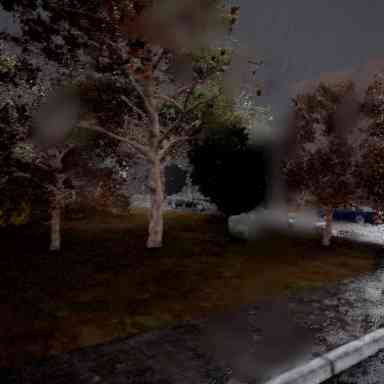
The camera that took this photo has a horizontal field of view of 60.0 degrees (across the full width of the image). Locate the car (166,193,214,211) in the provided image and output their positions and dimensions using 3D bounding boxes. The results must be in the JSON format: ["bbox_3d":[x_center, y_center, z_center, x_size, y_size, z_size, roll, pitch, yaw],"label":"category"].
[{"bbox_3d":[-0.021,0.856,29.533,4.902,1.511,2.128,3,1,35],"label":"car"}]

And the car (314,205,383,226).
[{"bbox_3d":[11.131,1.554,23.561,1.895,1.301,4.718,2,1,-31],"label":"car"}]
